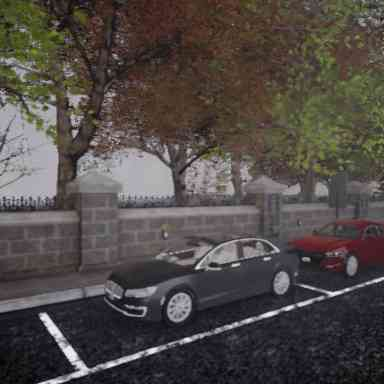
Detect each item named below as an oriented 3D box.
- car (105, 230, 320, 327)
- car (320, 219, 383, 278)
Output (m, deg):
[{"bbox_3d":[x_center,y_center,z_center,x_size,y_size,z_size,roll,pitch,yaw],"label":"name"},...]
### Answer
[{"bbox_3d":[0.412,1.553,6.948,4.403,1.369,2.008,0,0,-36],"label":"car"},{"bbox_3d":[4.891,1.551,10.209,4.507,1.381,1.887,0,0,-36],"label":"car"}]
